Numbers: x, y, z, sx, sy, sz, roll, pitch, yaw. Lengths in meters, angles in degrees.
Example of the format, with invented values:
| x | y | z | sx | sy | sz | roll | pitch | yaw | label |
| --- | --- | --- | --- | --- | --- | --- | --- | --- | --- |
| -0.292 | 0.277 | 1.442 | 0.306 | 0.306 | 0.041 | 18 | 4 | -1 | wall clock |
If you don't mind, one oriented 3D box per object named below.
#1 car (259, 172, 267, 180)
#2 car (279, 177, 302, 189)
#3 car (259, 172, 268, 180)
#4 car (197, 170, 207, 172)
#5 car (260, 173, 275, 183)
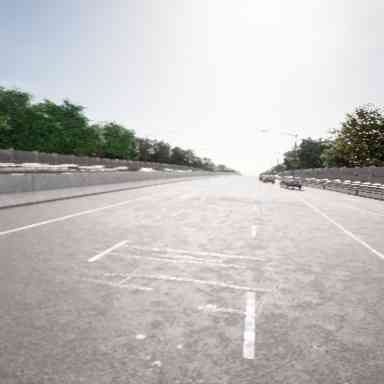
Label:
| x | y | z | sx | sy | sz | roll | pitch | yaw | label |
| --- | --- | --- | --- | --- | --- | --- | --- | --- | --- |
| 16.553 | -3.170 | 75.721 | 1.994 | 1.385 | 4.181 | 4 | 4 | 11 | car |
| 12.498 | -1.170 | 42.220 | 2.033 | 1.411 | 5.357 | 3 | 4 | 3 | car |
| 19.167 | -4.239 | 89.037 | 2.150 | 2.045 | 5.566 | 4 | 4 | 11 | car |
| 2.208 | -5.180 | 93.403 | 1.812 | 1.442 | 4.674 | 4 | 4 | 11 | car |
| 14.331 | -2.361 | 61.867 | 1.994 | 1.385 | 4.181 | 4 | 4 | 8 | car |
